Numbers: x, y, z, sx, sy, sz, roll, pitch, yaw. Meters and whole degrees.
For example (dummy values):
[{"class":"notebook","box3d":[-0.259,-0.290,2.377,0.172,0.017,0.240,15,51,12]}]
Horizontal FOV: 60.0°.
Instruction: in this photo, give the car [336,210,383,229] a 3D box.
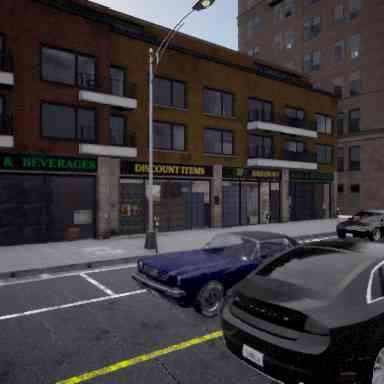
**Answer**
[{"class":"car","box3d":[8.836,1.567,16.200,4.313,1.339,1.947,0,0,-35]}]

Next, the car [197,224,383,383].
[{"class":"car","box3d":[2.631,1.506,5.034,4.892,1.490,1.837,-1,0,-35]}]

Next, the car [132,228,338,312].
[{"class":"car","box3d":[1.097,1.601,7.563,4.718,1.301,1.895,0,0,-35]}]
